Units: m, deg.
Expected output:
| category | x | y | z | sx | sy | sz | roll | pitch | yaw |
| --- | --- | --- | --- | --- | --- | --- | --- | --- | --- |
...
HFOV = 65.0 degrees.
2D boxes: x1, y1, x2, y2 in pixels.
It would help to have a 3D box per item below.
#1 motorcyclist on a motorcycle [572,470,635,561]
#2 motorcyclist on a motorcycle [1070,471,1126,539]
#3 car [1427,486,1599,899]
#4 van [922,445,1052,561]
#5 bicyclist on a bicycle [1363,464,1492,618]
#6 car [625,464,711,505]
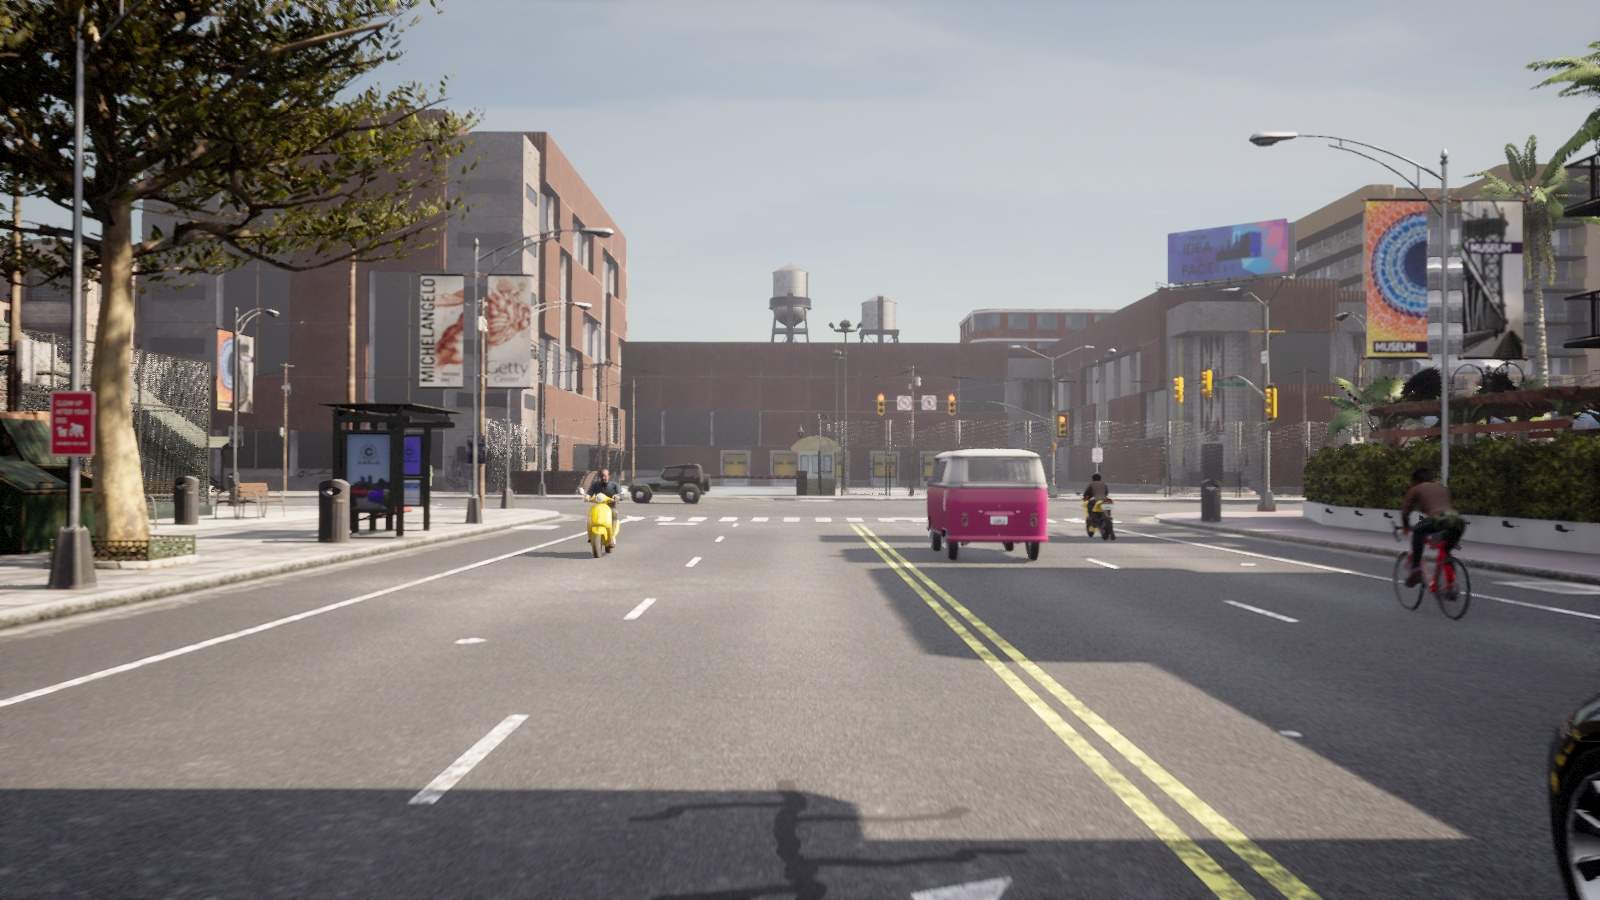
| category | x | y | z | sx | sy | sz | roll | pitch | yaw |
| --- | --- | --- | --- | --- | --- | --- | --- | --- | --- |
| motorcyclist on a motorcycle | -3.559 | 1.165 | 22.860 | 0.866 | 1.590 | 1.817 | 0 | -1 | 0 |
| motorcyclist on a motorcycle | 6.928 | 1.259 | 29.263 | 0.797 | 1.523 | 2.044 | 0 | -1 | 0 |
| car | 3.493 | 0.841 | 2.406 | 2.163 | 1.488 | 4.792 | 0 | -1 | 0 |
| van | 3.437 | 0.953 | 23.868 | 1.775 | 1.987 | 4.442 | 0 | -1 | 0 |
| bicyclist on a bicycle | 6.963 | 0.975 | 14.021 | 0.582 | 1.620 | 1.656 | 0 | -1 | 0 |
| car | -6.188 | 1.625 | 59.078 | 3.866 | 1.878 | 1.905 | 0 | -1 | -1 |
